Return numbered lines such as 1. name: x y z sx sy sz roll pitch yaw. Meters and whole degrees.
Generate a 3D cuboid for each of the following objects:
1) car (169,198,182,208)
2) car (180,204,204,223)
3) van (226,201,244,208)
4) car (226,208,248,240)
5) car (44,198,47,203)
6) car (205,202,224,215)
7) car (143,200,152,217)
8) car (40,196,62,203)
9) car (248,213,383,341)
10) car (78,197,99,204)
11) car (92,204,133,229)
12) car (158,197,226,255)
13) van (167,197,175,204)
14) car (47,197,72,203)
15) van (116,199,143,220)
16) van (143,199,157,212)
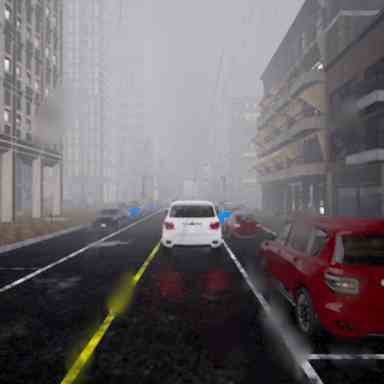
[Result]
1. car: -2.990 1.932 60.667 2.097 1.767 4.553 0 0 0
2. car: 0.010 1.840 29.275 1.994 1.385 4.181 0 -1 0
3. van: 2.694 1.562 23.508 1.690 1.788 3.998 0 -1 0
4. car: 2.693 1.749 17.858 1.802 1.307 4.206 0 -1 0
5. car: -32.263 1.383 68.171 5.009 1.841 2.192 1 -2 0
6. car: 2.698 1.934 40.451 2.008 1.369 4.403 0 -1 0
7. car: -5.684 1.879 34.805 2.008 1.369 4.403 0 -1 0
8. car: -32.347 1.719 76.543 4.206 1.307 1.802 1 -2 0
9. car: 2.691 1.377 6.563 2.192 1.841 5.009 0 -1 0
10. car: -21.117 1.724 68.188 4.097 1.590 1.967 1 -2 0
11. car: -5.686 1.786 23.508 1.947 1.339 4.313 0 -1 0
12. car: 0.003 1.348 14.021 2.150 2.045 5.566 0 0 0
13. van: -5.672 2.218 89.873 1.690 1.788 3.998 0 -1 0
14. car: -26.694 1.758 68.173 4.206 1.307 1.802 1 -2 0
15. van: -5.685 1.615 29.159 1.690 1.788 3.998 0 -1 0
16. van: -5.682 1.724 40.455 1.690 1.788 3.998 0 -1 0
